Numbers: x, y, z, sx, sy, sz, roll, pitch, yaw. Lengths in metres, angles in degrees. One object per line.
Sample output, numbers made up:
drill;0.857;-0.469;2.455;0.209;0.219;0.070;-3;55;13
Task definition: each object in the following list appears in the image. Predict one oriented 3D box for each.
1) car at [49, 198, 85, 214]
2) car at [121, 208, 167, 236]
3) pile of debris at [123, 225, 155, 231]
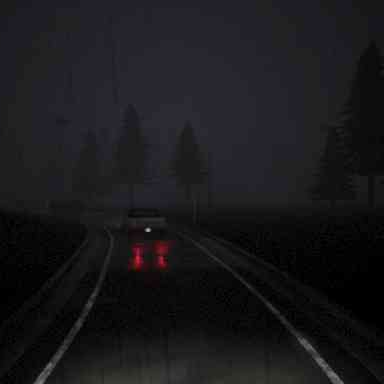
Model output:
car;-12.796;1.373;33.820;5.008;1.535;1.882;0;0;44
car;-2.766;1.536;18.135;1.895;1.301;4.718;0;0;-17
pile of debris;-3.152;2.106;19.517;1.500;0.140;1.860;0;0;-20
